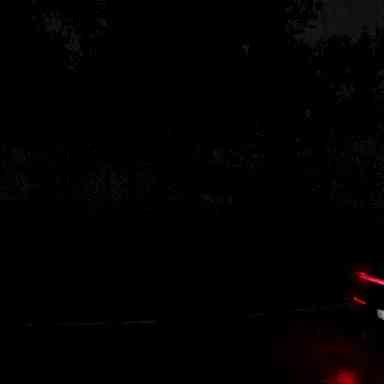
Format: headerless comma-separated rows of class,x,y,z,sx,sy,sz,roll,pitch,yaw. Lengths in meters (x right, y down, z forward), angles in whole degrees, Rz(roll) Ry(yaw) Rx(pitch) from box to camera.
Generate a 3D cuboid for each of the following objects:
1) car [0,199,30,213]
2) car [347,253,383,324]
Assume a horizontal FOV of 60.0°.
car,-18.996,1.504,33.672,1.837,1.490,4.892,0,0,35
car,4.864,1.491,5.610,4.902,1.511,2.128,0,0,-26
